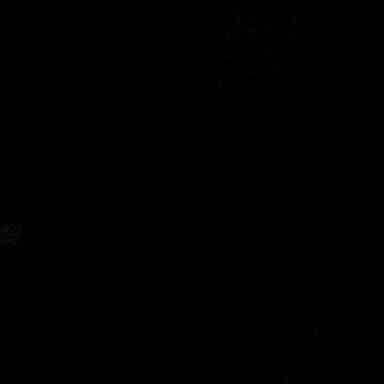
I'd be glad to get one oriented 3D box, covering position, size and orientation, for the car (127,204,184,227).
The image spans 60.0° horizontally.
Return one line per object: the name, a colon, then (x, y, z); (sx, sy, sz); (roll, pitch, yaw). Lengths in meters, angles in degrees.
car: (-2.947, 1.758, 26.455); (4.553, 1.767, 2.097); (-1, -1, 29)
